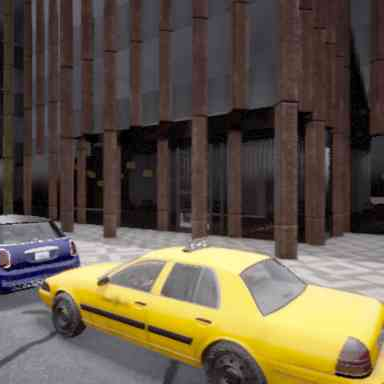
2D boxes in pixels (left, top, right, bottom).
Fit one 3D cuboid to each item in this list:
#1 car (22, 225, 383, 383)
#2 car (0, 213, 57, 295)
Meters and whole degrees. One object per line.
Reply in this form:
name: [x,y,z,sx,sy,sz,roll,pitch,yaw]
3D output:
car: [-0.174,1.458,4.885,5.366,1.575,1.801,0,0,36]
car: [-4.875,1.353,8.249,4.553,1.767,2.097,0,0,36]
